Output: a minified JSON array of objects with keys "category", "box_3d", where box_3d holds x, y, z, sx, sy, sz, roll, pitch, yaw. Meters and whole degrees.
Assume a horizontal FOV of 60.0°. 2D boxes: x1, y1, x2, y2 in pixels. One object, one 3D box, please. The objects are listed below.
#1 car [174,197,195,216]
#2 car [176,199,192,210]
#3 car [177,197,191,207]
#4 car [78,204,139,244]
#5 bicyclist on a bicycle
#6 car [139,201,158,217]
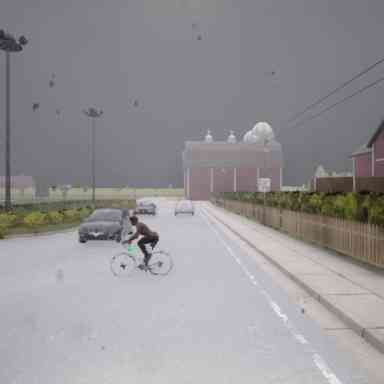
[{"category":"car","box_3d":[-0.722,1.525,32.796,1.812,1.442,4.674,0,0,-1]},{"category":"car","box_3d":[-1.024,1.600,43.017,1.895,1.301,4.718,0,0,-1]},{"category":"car","box_3d":[-1.218,1.490,50.877,2.128,1.511,4.902,0,0,-1]},{"category":"car","box_3d":[-3.958,1.506,15.970,1.837,1.490,4.892,0,0,-1]},{"category":"bicyclist on a bicycle","box_3d":[-1.348,1.452,8.768,1.656,1.620,0.582,-2,0,-1]},{"category":"car","box_3d":[-4.307,1.563,31.056,1.994,1.385,4.181,0,0,-1]}]
